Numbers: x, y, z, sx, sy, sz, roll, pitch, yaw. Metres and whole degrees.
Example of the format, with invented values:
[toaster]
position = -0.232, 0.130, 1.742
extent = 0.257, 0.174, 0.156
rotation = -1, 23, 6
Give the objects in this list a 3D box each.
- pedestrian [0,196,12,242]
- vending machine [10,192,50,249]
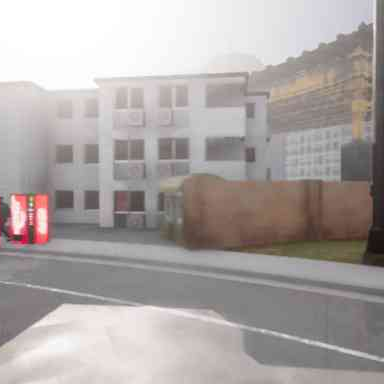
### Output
[pedestrian]
position = -7.193, 1.009, 12.593
extent = 0.375, 1.860, 0.375
rotation = 0, 1, 16
[vending machine]
position = -6.271, 1.058, 12.926
extent = 0.880, 2.100, 1.100
rotation = 0, 1, 17
